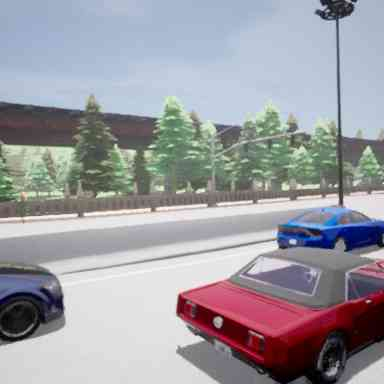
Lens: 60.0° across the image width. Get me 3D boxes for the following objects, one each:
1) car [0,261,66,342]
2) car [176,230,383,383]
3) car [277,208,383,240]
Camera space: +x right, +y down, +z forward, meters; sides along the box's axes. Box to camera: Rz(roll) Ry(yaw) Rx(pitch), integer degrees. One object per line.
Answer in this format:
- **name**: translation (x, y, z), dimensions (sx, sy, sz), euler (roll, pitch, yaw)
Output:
- **car**: translation (-4.184, 1.558, 5.074), dimensions (4.181, 1.385, 1.994), euler (1, -1, -36)
- **car**: translation (2.184, 1.586, 5.329), dimensions (4.718, 1.301, 1.895), euler (-1, 1, -36)
- **car**: translation (5.132, 1.299, 11.754), dimensions (5.008, 1.535, 1.882), euler (-3, 2, -36)
